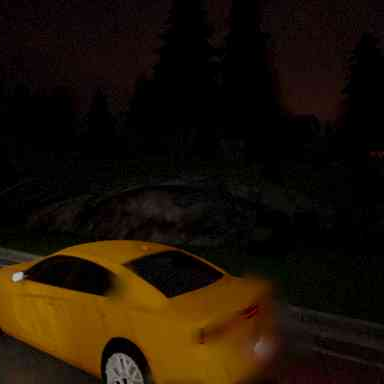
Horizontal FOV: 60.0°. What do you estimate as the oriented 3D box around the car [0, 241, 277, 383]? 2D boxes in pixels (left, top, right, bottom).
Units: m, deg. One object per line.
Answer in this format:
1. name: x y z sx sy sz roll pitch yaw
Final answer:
1. car: -1.299 1.478 4.919 5.008 1.535 1.882 0 0 35
